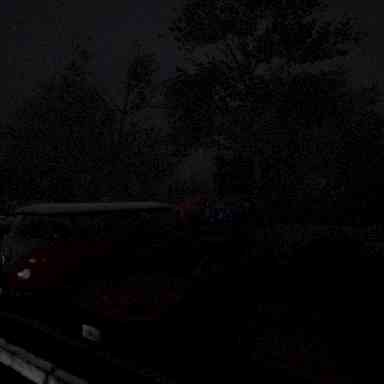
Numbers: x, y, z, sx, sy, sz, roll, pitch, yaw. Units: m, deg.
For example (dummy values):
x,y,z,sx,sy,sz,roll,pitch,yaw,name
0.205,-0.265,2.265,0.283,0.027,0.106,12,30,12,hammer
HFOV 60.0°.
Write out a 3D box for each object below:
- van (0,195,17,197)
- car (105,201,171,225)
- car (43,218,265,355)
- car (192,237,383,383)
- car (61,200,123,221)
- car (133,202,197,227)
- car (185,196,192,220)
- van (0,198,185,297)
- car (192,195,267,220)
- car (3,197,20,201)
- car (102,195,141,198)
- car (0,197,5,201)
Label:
x,y,z,sx,sy,sz,roll,pitch,yaw,name
-22.049,1.332,38.377,1.878,1.987,4.442,0,0,35,van
-3.962,1.486,25.359,2.097,1.535,5.008,0,0,35,car
0.017,1.504,6.450,2.163,1.488,4.792,0,0,35,car
2.302,1.503,4.825,2.163,1.488,4.792,0,0,35,car
-8.481,1.529,28.615,2.163,1.488,4.792,0,0,35,car
-1.792,1.522,23.819,2.002,1.452,4.674,0,0,35,car
0.562,1.228,22.112,2.435,2.045,5.566,0,0,35,car
-2.318,1.250,8.003,1.878,1.987,4.442,0,0,35,van
2.731,1.227,20.570,2.435,2.045,5.566,0,0,35,car
-15.415,1.526,33.284,1.946,1.575,5.366,0,0,35,car
-6.247,1.241,26.956,2.435,2.045,5.566,0,0,35,car
-17.578,1.579,35.048,2.002,1.452,4.674,0,0,35,car
